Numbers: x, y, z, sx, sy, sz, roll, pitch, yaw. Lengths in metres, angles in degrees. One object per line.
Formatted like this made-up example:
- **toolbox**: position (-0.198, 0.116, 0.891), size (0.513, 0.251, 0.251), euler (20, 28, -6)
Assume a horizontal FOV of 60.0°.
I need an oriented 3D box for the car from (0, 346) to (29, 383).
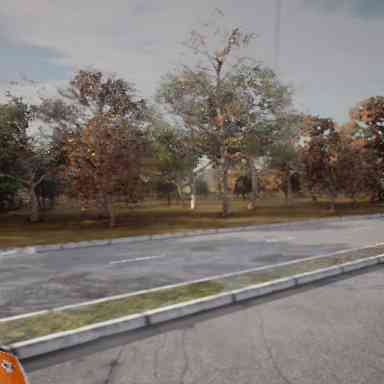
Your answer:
- **car**: position (-3.024, 1.368, 1.282), size (4.553, 1.767, 2.097), euler (-1, 0, -36)
